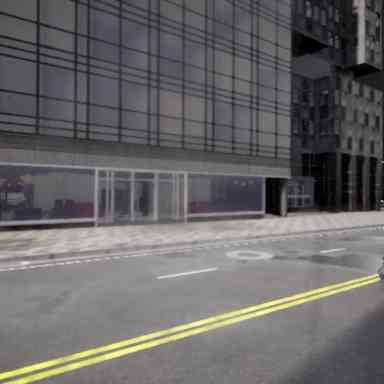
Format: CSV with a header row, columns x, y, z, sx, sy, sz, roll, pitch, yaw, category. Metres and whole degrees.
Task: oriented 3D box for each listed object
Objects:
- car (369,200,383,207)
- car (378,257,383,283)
x,y,z,sx,sy,sz,roll,pitch,yaw,category
34.989,2.129,63.702,2.008,1.369,4.403,1,0,-35,car
6.786,1.677,8.369,5.357,1.411,2.033,1,-1,-35,car
